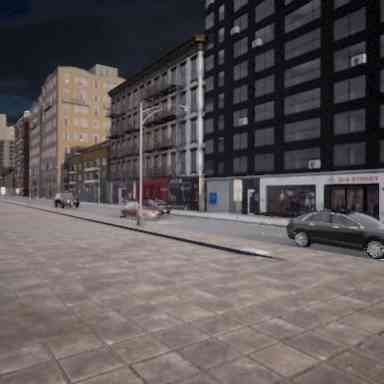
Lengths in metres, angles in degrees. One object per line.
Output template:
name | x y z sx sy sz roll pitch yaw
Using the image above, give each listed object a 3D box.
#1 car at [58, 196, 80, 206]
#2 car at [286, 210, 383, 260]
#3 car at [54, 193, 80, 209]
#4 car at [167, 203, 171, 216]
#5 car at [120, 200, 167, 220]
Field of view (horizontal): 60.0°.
car | -19.930 1.387 53.816 2.128 1.511 4.902 0 0 -35
car | 5.862 1.473 12.564 1.837 1.490 4.892 0 0 -35
car | -16.876 1.113 44.627 2.150 2.045 5.566 0 0 -35
car | -3.776 1.447 31.163 2.128 1.511 4.902 0 0 -35
car | -4.229 1.474 26.740 1.812 1.442 4.674 0 0 -36
